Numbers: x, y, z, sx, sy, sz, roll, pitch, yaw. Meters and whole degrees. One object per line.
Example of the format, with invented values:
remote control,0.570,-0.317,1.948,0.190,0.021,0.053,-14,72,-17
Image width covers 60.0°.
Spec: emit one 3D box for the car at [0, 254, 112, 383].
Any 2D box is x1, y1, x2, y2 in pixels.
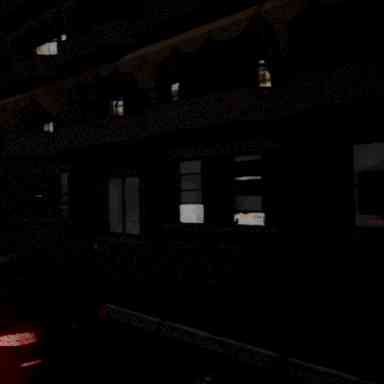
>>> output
car,-2.933,1.580,4.792,4.206,1.307,1.802,0,-1,36
